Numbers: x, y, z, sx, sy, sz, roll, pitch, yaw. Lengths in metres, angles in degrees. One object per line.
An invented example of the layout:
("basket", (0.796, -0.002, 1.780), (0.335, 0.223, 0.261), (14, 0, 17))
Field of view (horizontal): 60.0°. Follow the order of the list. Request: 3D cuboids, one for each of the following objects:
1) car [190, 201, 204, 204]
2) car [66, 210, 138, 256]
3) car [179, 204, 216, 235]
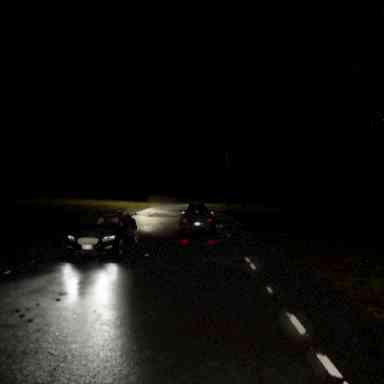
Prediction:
("car", (0.529, 1.674, 36.650), (1.895, 1.301, 4.718), (0, 0, 1))
("car", (-3.359, 1.511, 13.199), (2.128, 1.511, 4.902), (0, 0, 1))
("car", (0.305, 1.601, 19.033), (1.994, 1.385, 4.181), (0, 0, 1))
